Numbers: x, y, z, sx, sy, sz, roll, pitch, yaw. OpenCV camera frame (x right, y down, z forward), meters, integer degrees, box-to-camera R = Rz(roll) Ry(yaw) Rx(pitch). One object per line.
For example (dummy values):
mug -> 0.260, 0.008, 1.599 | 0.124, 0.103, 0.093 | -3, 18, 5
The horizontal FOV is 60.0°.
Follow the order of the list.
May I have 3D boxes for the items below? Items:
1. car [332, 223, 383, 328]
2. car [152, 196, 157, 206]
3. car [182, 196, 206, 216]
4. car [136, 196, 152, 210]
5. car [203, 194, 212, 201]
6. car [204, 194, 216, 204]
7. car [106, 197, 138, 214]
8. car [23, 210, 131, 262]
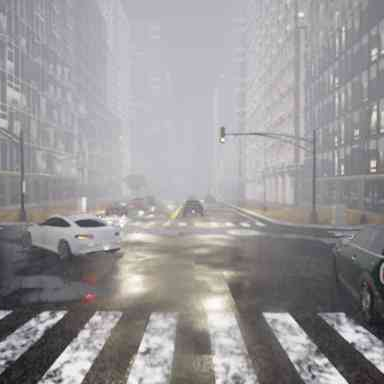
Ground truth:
car -> 4.370, 1.423, 7.017 | 2.097, 1.767, 4.553 | 0, -2, 14
car -> -6.496, 1.332, 51.267 | 1.882, 1.535, 5.008 | 0, 0, 0
car -> 0.104, 1.421, 31.280 | 1.837, 1.490, 4.892 | 0, 0, 0
car -> -6.564, 1.365, 40.892 | 1.882, 1.535, 5.008 | 0, 0, 1
car -> 3.257, 1.146, 70.539 | 1.812, 1.442, 4.674 | 0, 0, 0
car -> 3.257, 1.303, 60.122 | 1.882, 1.535, 5.008 | 0, 0, 0
car -> -6.587, 1.482, 30.568 | 1.994, 1.385, 4.181 | 0, 0, 0
car -> -4.435, 1.495, 12.163 | 4.674, 1.442, 1.812 | 1, 1, 42
